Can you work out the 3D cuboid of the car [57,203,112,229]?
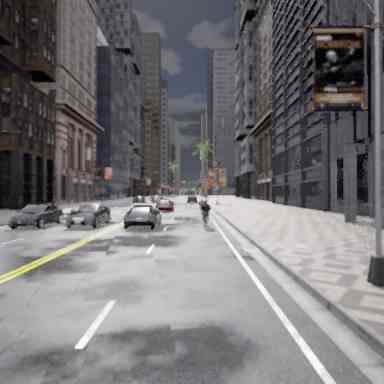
[{"bbox_3d":[-6.592,1.471,21.630,2.128,1.511,4.902,0,0,0],"label":"car"}]

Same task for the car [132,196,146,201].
[{"bbox_3d":[-9.772,1.440,61.717,1.994,1.385,4.181,0,0,1],"label":"car"}]

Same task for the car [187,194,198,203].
[{"bbox_3d":[0.057,1.361,66.189,1.837,1.490,4.892,0,0,0],"label":"car"}]

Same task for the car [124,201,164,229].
[{"bbox_3d":[-3.150,1.544,21.741,1.994,1.385,4.181,0,0,0],"label":"car"}]

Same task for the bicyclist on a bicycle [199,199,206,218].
[{"bbox_3d":[0.895,1.425,29.688,0.582,1.620,1.656,0,0,0],"label":"bicyclist on a bicycle"}]

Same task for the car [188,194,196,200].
[{"bbox_3d":[-0.001,1.280,84.283,2.128,1.511,4.902,0,0,0],"label":"car"}]

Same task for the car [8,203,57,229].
[{"bbox_3d":[-9.843,1.485,21.401,1.837,1.490,4.892,0,0,0],"label":"car"}]

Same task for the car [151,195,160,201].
[{"bbox_3d":[-6.524,1.365,62.117,2.128,1.511,4.902,0,0,1],"label":"car"}]

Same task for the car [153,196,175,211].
[{"bbox_3d":[-3.150,1.519,39.604,1.994,1.385,4.181,0,0,0],"label":"car"}]

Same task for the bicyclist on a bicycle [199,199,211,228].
[{"bbox_3d":[0.895,1.352,20.846,0.659,1.776,1.843,0,0,0],"label":"bicyclist on a bicycle"}]
